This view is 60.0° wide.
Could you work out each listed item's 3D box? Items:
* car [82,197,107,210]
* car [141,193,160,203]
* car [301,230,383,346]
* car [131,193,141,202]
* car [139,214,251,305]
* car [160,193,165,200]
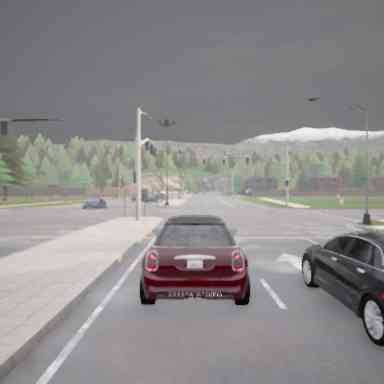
[{"bbox_3d":[-11.174,1.374,38.462,1.812,1.442,4.674,0,1,1],"label":"car"},{"bbox_3d":[-7.412,1.200,59.612,1.812,1.442,4.674,0,0,1],"label":"car"},{"bbox_3d":[3.558,1.470,6.243,1.837,1.490,4.892,0,0,0],"label":"car"},{"bbox_3d":[-10.777,0.989,66.119,2.097,1.767,4.553,0,0,1],"label":"car"},{"bbox_3d":[0.067,1.307,8.124,2.097,1.767,4.553,0,0,0],"label":"car"},{"bbox_3d":[-7.127,0.928,75.308,1.837,1.490,4.892,0,0,1],"label":"car"}]
